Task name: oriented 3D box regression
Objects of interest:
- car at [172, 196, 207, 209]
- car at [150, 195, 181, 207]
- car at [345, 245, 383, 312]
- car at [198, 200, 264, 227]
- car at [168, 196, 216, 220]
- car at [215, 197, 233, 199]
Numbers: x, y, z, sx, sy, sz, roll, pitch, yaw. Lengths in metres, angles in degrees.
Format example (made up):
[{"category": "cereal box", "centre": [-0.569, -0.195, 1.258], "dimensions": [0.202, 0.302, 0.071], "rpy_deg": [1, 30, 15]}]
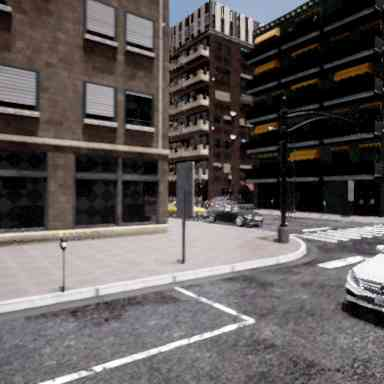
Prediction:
[{"category": "car", "centre": [-0.313, 1.263, 40.116], "dimensions": [2.008, 1.369, 4.403], "rpy_deg": [1, 0, -36]}, {"category": "car", "centre": [-3.593, 1.186, 44.614], "dimensions": [2.008, 1.369, 4.403], "rpy_deg": [1, 0, -36]}, {"category": "car", "centre": [5.105, 1.578, 6.903], "dimensions": [4.674, 1.442, 1.812], "rpy_deg": [0, 0, -36]}, {"category": "car", "centre": [2.740, 1.434, 21.710], "dimensions": [2.008, 1.369, 4.403], "rpy_deg": [2, 0, -36]}, {"category": "car", "centre": [-0.440, 1.333, 26.071], "dimensions": [1.752, 1.417, 4.829], "rpy_deg": [2, 0, -36]}, {"category": "car", "centre": [2.970, 1.230, 35.618], "dimensions": [1.967, 1.590, 4.097], "rpy_deg": [1, 0, -36]}]
